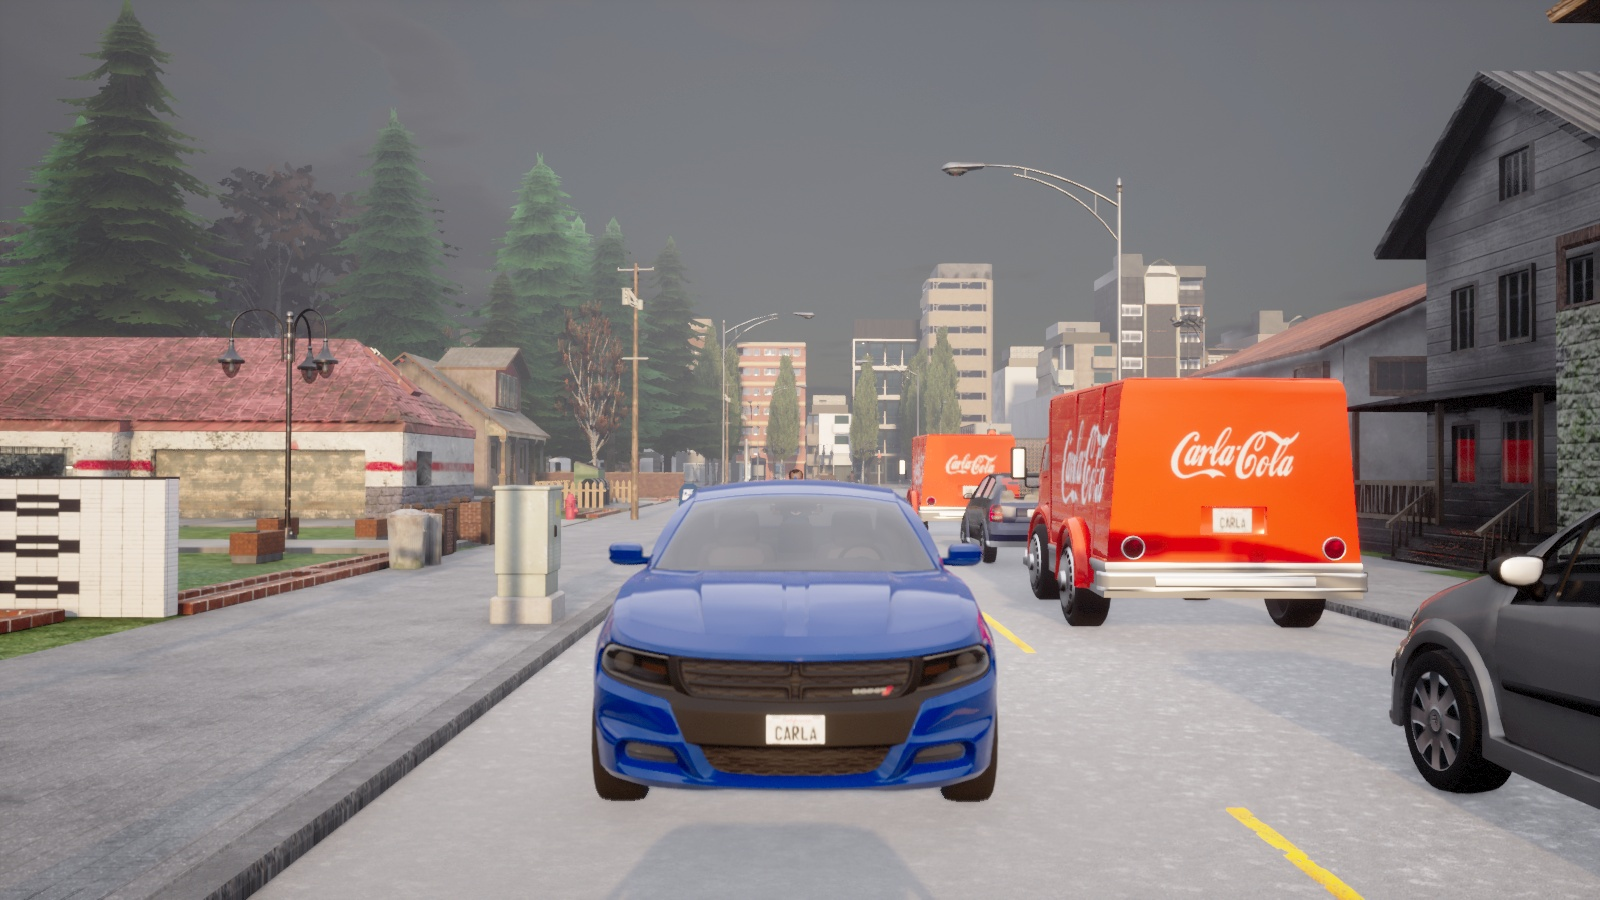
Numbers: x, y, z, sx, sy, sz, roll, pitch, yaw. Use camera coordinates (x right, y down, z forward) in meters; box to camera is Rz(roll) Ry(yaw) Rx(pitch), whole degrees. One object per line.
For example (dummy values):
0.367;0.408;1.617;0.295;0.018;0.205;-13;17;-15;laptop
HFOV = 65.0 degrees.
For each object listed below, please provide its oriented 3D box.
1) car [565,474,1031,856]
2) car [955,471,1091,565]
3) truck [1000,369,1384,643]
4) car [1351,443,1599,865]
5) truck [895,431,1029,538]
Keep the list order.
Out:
-0.022;0.919;7.587;1.882;1.535;5.008;0;-1;0;car
3.938;1.157;22.733;1.789;1.549;3.705;0;-1;0;car
3.953;0.545;13.945;2.627;2.467;5.204;0;-1;0;truck
3.985;0.780;4.947;1.851;1.617;3.988;0;-1;0;car
3.919;0.838;31.491;2.627;2.467;5.204;0;-1;-1;truck
